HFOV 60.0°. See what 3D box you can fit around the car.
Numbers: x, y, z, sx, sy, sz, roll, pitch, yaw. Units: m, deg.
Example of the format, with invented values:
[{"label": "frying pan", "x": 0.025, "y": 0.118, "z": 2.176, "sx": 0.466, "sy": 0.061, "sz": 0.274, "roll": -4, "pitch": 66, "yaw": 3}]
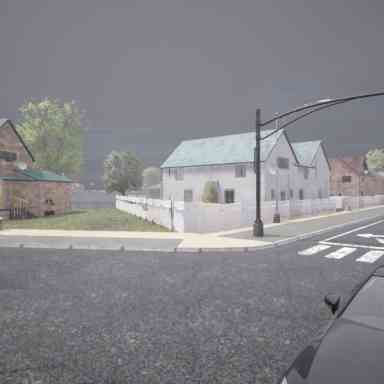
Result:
[{"label": "car", "x": 2.573, "y": 1.525, "z": 3.480, "sx": 1.812, "sy": 1.442, "sz": 4.674, "roll": 0, "pitch": 0, "yaw": 42}]
